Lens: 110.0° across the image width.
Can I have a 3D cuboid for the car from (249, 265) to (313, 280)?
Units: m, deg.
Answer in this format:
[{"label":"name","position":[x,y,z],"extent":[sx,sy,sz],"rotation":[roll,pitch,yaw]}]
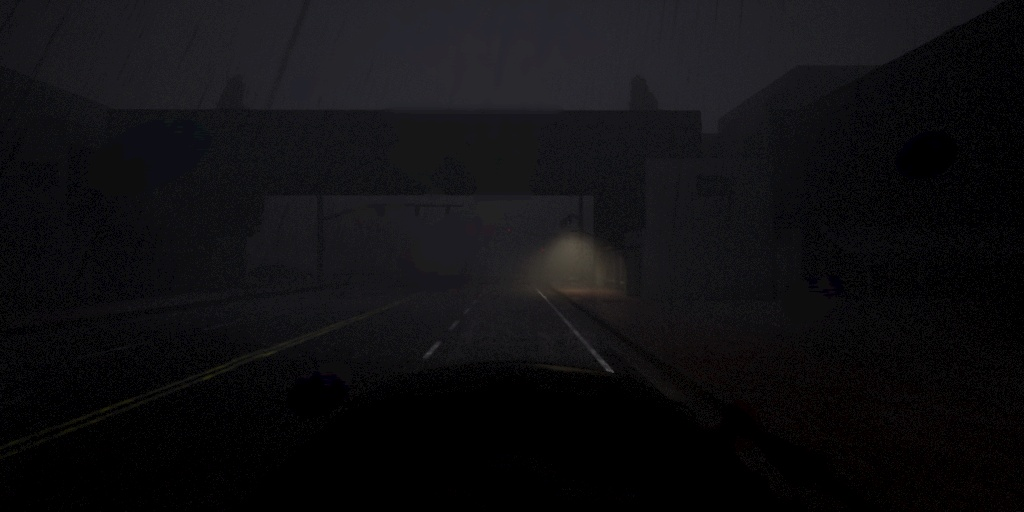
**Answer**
[{"label":"car","position":[-22.631,1.606,35.220],"extent":[5.357,1.411,2.033],"rotation":[0,-1,0]}]
